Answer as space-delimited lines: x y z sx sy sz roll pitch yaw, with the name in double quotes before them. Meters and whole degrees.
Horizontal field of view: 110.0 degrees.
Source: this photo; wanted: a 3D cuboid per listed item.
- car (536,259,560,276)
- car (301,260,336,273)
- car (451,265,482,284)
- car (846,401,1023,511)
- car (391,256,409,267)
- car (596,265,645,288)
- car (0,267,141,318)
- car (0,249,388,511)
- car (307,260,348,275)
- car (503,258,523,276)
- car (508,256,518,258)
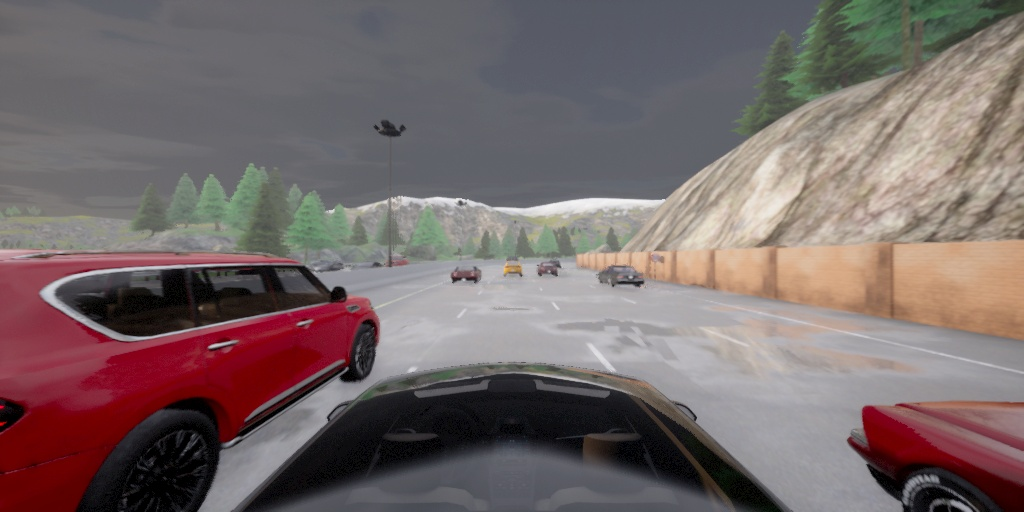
"car" 3.594 1.301 37.012 1.812 1.442 4.674 0 0 0
"car" -24.556 1.284 45.701 1.837 1.490 4.892 0 0 0
"car" -3.406 1.369 27.583 1.895 1.301 4.718 0 0 0
"car" 3.601 1.350 0.667 1.895 1.301 4.718 0 0 0
"car" -17.539 1.021 55.246 2.150 2.045 5.566 0 0 1
"car" 7.104 1.314 23.935 2.033 1.411 5.357 0 0 0
"car" -17.595 1.249 13.541 2.128 1.511 4.902 0 0 0
"car" -3.410 0.973 3.996 2.150 2.045 5.566 0 0 0
"car" -21.076 1.269 41.224 2.128 1.511 4.902 0 0 0
"car" 0.099 1.254 37.778 1.882 1.535 5.008 0 0 0
"car" 0.165 1.016 62.068 2.150 2.045 5.566 0 0 2
